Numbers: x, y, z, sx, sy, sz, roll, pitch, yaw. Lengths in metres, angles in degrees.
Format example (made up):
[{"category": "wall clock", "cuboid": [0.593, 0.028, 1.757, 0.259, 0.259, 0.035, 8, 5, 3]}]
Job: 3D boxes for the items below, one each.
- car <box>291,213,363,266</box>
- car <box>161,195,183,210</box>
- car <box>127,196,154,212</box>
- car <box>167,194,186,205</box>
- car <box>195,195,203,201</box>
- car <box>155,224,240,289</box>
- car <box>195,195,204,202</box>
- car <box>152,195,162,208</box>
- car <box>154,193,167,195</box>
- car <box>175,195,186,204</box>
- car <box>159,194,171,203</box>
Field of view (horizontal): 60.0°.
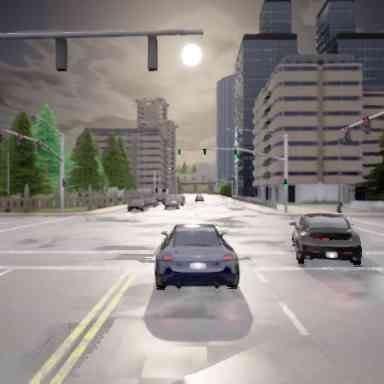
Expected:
[{"category": "car", "cuboid": [4.557, 1.489, 11.590, 1.837, 1.490, 4.892, -1, 0, 16]}, {"category": "car", "cuboid": [-2.505, 1.444, 42.703, 1.837, 1.490, 4.892, 0, 0, 1]}, {"category": "car", "cuboid": [-6.084, 1.492, 38.242, 2.033, 1.411, 5.357, 0, 0, 1]}, {"category": "car", "cuboid": [-2.329, 1.278, 51.825, 2.097, 1.767, 4.553, 0, 0, 1]}, {"category": "car", "cuboid": [1.741, 1.387, 79.964, 1.837, 1.490, 4.892, 0, 0, 1]}, {"category": "car", "cuboid": [0.077, 1.551, 9.146, 1.994, 1.385, 4.181, 0, 0, -1]}, {"category": "car", "cuboid": [1.569, 1.454, 70.016, 1.994, 1.385, 4.181, 0, 0, 1]}, {"category": "car", "cuboid": [-5.903, 1.478, 48.315, 2.033, 1.411, 5.357, 0, 0, 1]}, {"category": "car", "cuboid": [-5.677, 1.137, 58.489, 2.150, 2.045, 5.566, 0, 0, 1]}, {"category": "car", "cuboid": [-2.077, 1.416, 62.235, 1.837, 1.490, 4.892, 0, 0, 1]}, {"category": "car", "cuboid": [-5.460, 1.255, 68.478, 2.097, 1.767, 4.553, 0, 0, 1]}]
